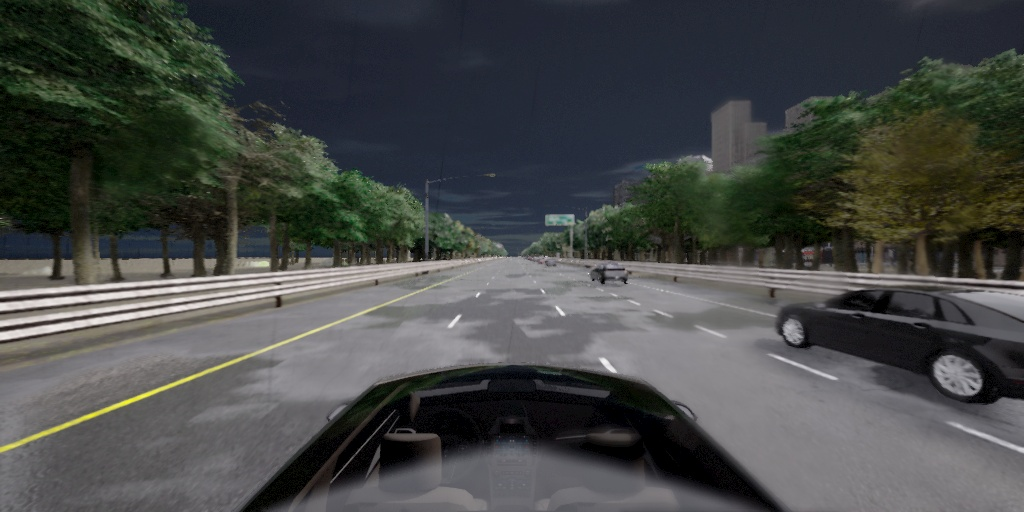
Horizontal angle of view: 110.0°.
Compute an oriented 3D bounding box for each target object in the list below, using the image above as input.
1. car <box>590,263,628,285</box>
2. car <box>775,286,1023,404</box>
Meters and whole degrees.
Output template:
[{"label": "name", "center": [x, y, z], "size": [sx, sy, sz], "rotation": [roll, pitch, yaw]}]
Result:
[{"label": "car", "center": [7.015, 1.250, 26.327], "size": [2.128, 1.511, 4.902], "rotation": [0, 0, 0]}, {"label": "car", "center": [6.997, 1.265, 6.307], "size": [1.837, 1.490, 4.892], "rotation": [0, 0, 0]}]
